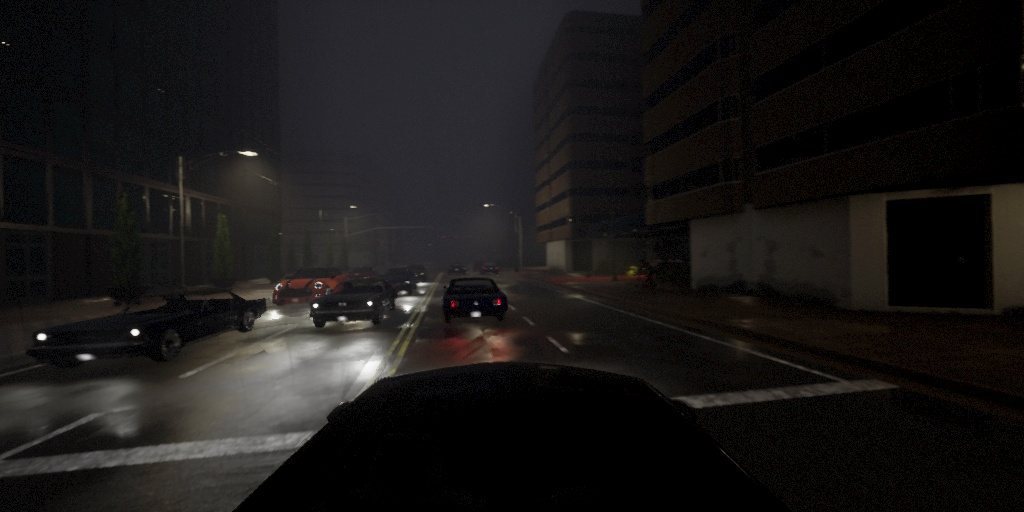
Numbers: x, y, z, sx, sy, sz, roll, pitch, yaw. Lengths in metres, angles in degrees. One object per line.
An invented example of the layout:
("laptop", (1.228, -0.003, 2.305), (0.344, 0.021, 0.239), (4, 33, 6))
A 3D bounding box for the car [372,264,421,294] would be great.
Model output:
("car", (-6.677, 1.424, 21.251), (1.812, 1.442, 4.674), (-1, 0, -9))

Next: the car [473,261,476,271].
("car", (-4.524, 1.331, 51.059), (1.882, 1.535, 5.008), (-1, 0, -9))

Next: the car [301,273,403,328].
("car", (-5.148, 1.464, 12.284), (1.895, 1.301, 4.718), (-1, 0, -10))

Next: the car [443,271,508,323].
("car", (-1.405, 1.383, 12.420), (1.895, 1.301, 4.718), (-1, 0, -10))

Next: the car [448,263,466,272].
("car", (-6.406, 1.459, 41.502), (1.994, 1.385, 4.181), (-1, 0, -9))

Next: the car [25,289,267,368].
("car", (-8.080, 1.528, 8.660), (1.895, 1.301, 4.718), (-1, 0, -10))

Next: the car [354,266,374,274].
("car", (-11.243, 1.524, 27.279), (1.812, 1.442, 4.674), (-1, 0, -9))

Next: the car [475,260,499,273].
("car", (-2.631, 1.360, 40.413), (2.033, 1.411, 5.357), (-1, 0, -10))

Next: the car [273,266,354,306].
("car", (-9.574, 1.312, 17.422), (2.097, 1.767, 4.553), (-1, 0, -10))

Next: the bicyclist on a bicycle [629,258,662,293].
("bicyclist on a bicycle", (6.207, 0.917, 16.644), (1.656, 1.620, 0.582), (-1, 0, -10))

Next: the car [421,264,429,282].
("car", (-8.382, 1.462, 31.403), (1.812, 1.442, 4.674), (-1, 0, -9))
